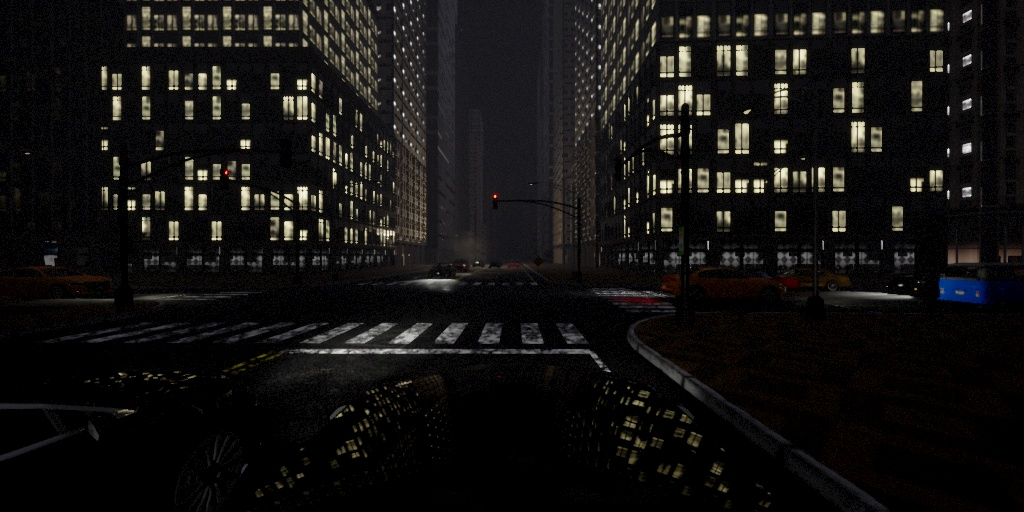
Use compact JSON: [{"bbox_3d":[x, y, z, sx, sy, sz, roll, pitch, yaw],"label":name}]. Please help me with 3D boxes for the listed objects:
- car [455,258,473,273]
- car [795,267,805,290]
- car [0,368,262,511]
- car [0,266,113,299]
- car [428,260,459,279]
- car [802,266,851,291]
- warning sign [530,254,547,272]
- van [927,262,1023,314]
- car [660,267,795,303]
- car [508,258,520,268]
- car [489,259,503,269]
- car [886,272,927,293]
[{"bbox_3d":[-6.414,1.159,44.050,2.097,1.767,4.553,0,-1,0],"label":"car"},{"bbox_3d":[12.182,1.370,18.966,4.718,1.301,1.895,0,0,2],"label":"car"},{"bbox_3d":[-3.154,1.241,1.219,2.128,1.511,4.902,0,0,0],"label":"car"},{"bbox_3d":[-22.317,1.237,17.243,5.008,1.535,1.882,0,0,0],"label":"car"},{"bbox_3d":[-6.461,1.345,33.417,1.994,1.385,4.181,0,0,0],"label":"car"},{"bbox_3d":[17.172,1.295,21.359,4.829,1.417,1.751,0,0,2],"label":"car"},{"bbox_3d":[3.024,0.913,41.409,1.300,1.860,1.060,0,0,0],"label":"warning sign"},{"bbox_3d":[18.407,1.120,13.182,3.998,1.789,1.690,0,0,2],"label":"van"},{"bbox_3d":[9.475,1.248,16.365,5.008,1.535,1.882,0,0,5],"label":"car"},{"bbox_3d":[0.276,1.468,64.466,1.895,1.301,4.718,0,0,0],"label":"car"},{"bbox_3d":[-2.893,1.358,60.862,1.837,1.490,4.892,0,0,0],"label":"car"},{"bbox_3d":[22.205,1.339,18.549,4.181,1.385,1.994,0,0,3],"label":"car"}]
